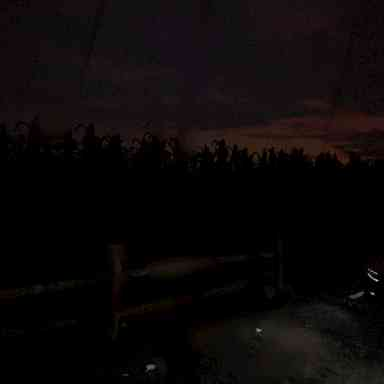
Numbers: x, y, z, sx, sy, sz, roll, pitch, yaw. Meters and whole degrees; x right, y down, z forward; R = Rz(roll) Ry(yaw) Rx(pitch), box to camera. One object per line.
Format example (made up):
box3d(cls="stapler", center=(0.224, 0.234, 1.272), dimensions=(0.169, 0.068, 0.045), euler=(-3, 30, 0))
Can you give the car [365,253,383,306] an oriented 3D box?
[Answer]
box3d(cls="car", center=(5.553, 1.458, 6.917), dimensions=(5.008, 1.535, 1.882), euler=(0, 0, -36))
